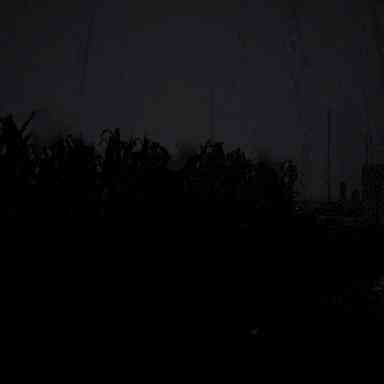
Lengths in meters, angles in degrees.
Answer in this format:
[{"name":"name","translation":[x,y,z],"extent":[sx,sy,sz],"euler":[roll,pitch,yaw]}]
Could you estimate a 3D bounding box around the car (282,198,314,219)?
[{"name":"car","translation":[8.054,1.286,28.382],"extent":[2.097,1.767,4.553],"euler":[0,0,-36]}]
